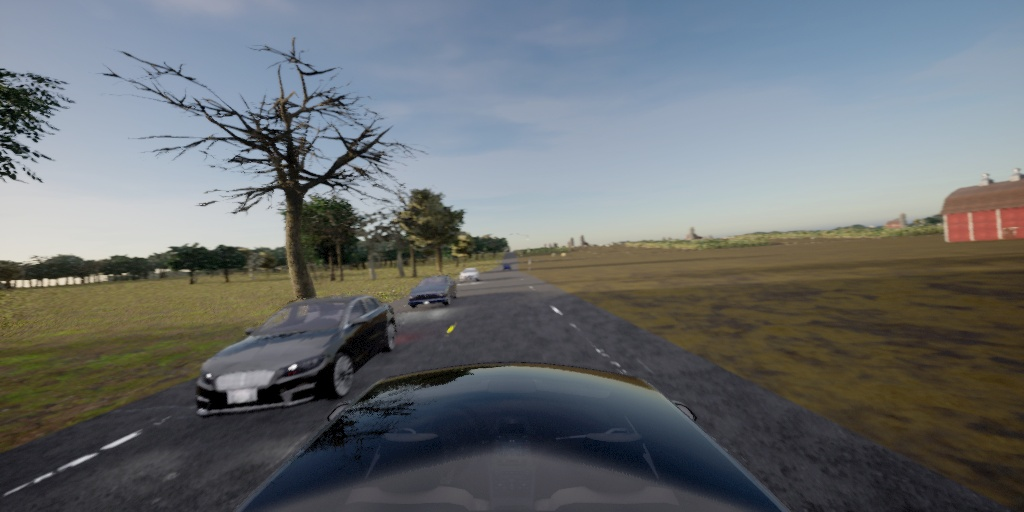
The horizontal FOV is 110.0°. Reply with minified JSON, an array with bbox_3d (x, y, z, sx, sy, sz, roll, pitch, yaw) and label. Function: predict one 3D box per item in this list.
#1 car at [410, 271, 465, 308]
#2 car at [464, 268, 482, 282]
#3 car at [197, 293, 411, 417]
[{"bbox_3d":[-3.966,1.759,18.843,2.033,1.411,5.357,-5,-1,-2],"label":"car"},{"bbox_3d":[-4.449,2.047,38.370,1.812,1.442,4.674,-5,-1,-1],"label":"car"},{"bbox_3d":[-3.676,1.581,7.080,2.128,1.511,4.902,-5,0,-4],"label":"car"}]
